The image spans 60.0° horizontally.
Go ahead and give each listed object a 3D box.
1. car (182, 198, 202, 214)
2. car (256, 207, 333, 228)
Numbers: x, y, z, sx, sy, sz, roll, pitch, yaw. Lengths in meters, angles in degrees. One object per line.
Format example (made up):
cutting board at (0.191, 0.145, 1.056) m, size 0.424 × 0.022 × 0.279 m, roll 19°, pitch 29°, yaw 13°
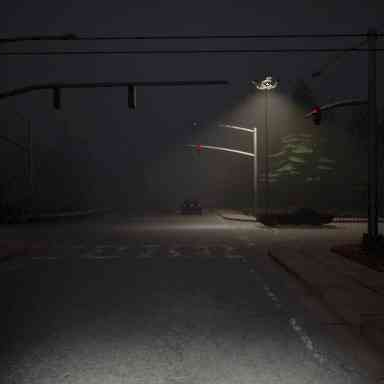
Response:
car at (0.018, 1.448, 37.240) m, size 2.097 × 1.767 × 4.553 m, roll 0°, pitch 0°, yaw 1°
car at (6.699, 1.652, 22.185) m, size 4.718 × 1.301 × 1.895 m, roll 0°, pitch 0°, yaw 1°
